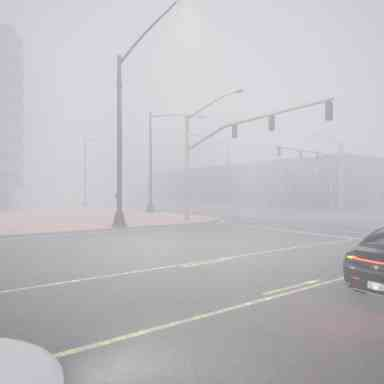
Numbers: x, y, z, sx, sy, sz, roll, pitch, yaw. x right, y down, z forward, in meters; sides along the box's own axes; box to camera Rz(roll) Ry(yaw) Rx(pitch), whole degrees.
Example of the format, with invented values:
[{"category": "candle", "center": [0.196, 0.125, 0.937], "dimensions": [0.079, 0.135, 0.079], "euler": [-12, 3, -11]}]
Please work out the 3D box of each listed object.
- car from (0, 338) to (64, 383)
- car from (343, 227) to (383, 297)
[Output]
[{"category": "car", "center": [-3.050, 1.526, 1.579], "dimensions": [4.674, 1.442, 1.812], "euler": [0, 0, -35]}, {"category": "car", "center": [5.399, 1.505, 7.590], "dimensions": [4.892, 1.490, 1.837], "euler": [0, 0, -35]}]
